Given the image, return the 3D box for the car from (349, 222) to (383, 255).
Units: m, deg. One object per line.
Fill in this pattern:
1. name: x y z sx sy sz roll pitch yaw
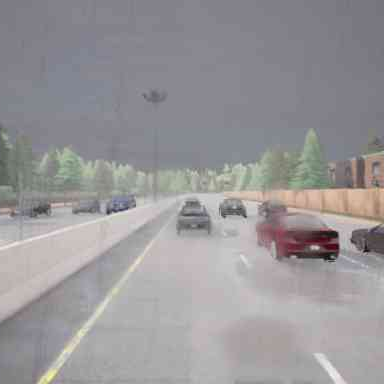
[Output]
1. car: 7.094 1.547 10.570 2.033 1.411 5.357 0 0 0

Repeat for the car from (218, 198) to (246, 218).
1. car: 3.599 1.352 30.314 2.097 1.767 4.553 0 0 0

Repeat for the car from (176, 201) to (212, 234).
1. car: 0.100 1.492 19.034 2.128 1.511 4.902 0 0 0

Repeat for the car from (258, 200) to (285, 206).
1. car: 7.099 1.505 29.609 1.837 1.490 4.892 0 0 0

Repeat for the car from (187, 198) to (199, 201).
1. car: 0.099 1.505 39.961 1.837 1.490 4.892 0 0 0

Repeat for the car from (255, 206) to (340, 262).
1. car: 3.599 1.478 12.221 1.882 1.535 5.008 0 0 0
